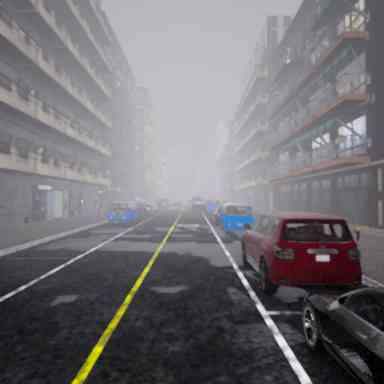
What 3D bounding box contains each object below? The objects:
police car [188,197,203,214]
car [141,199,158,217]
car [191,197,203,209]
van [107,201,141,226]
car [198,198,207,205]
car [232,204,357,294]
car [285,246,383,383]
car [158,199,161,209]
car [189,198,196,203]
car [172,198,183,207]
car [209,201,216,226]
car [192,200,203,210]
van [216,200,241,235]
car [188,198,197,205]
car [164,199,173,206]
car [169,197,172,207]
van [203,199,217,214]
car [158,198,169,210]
[{"bbox_3d":[0.832,1.885,43.144,1.930,1.638,5.238,0,-1,0],"label":"police car"},{"bbox_3d":[-5.299,1.832,36.667,1.967,1.590,4.097,1,-1,0],"label":"car"},{"bbox_3d":[0.835,1.851,59.067,2.150,2.045,5.566,0,-1,0],"label":"car"},{"bbox_3d":[-5.300,1.616,25.570,1.690,1.788,3.998,1,-1,0],"label":"van"},{"bbox_3d":[2.589,2.295,81.075,1.967,1.590,4.097,1,-1,0],"label":"car"},{"bbox_3d":[2.578,1.412,8.942,2.192,1.841,5.009,1,-1,0],"label":"car"},{"bbox_3d":[2.574,1.604,3.390,1.947,1.339,4.313,1,-1,0],"label":"car"},{"bbox_3d":[-5.299,1.974,42.044,1.752,1.417,4.829,1,-1,0],"label":"car"},{"bbox_3d":[0.016,2.330,93.140,1.882,1.535,5.008,0,-1,0],"label":"car"},{"bbox_3d":[-2.758,2.284,64.549,1.895,1.301,4.718,0,-1,1],"label":"car"},{"bbox_3d":[2.579,1.715,25.587,1.967,1.590,4.097,1,-1,0],"label":"car"},{"bbox_3d":[0.834,2.020,53.225,1.801,1.575,5.366,0,-1,0],"label":"car"},{"bbox_3d":[2.580,1.557,20.040,1.690,1.788,3.998,1,-1,0],"label":"van"},{"bbox_3d":[0.013,2.237,78.140,2.033,1.411,5.357,0,-1,0],"label":"car"},{"bbox_3d":[-5.294,2.379,75.506,1.802,1.307,4.206,1,-1,0],"label":"car"},{"bbox_3d":[-5.294,1.939,58.863,2.192,1.841,5.009,1,-1,0],"label":"car"},{"bbox_3d":[2.583,1.791,42.234,1.690,1.788,3.998,1,-1,0],"label":"van"},{"bbox_3d":[-5.296,2.006,53.313,1.967,1.590,4.097,1,-1,0],"label":"car"}]
